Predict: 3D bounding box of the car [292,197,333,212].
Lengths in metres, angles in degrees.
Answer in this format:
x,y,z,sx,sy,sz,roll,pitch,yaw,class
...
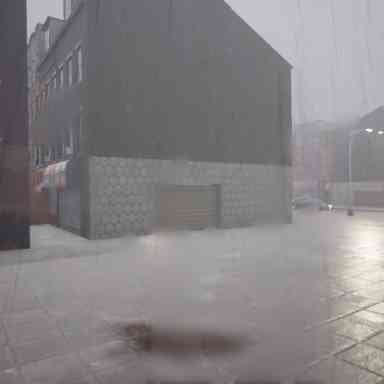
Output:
x,y,z,sx,sy,sz,roll,pitch,yaw,class
12.358,1.289,35.059,2.128,1.511,4.902,-1,1,-35,car
